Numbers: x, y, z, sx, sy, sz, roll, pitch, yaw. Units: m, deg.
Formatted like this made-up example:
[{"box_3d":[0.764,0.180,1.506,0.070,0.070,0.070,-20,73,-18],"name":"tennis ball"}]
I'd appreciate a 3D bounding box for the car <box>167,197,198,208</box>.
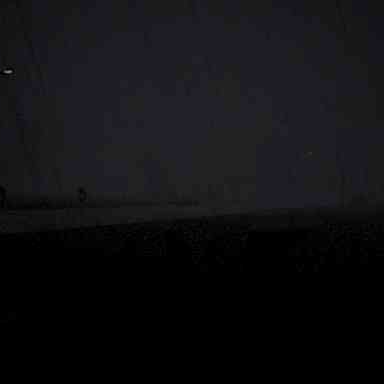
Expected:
[{"box_3d":[-1.255,1.372,44.553,1.895,1.301,4.718,3,1,36],"name":"car"}]
